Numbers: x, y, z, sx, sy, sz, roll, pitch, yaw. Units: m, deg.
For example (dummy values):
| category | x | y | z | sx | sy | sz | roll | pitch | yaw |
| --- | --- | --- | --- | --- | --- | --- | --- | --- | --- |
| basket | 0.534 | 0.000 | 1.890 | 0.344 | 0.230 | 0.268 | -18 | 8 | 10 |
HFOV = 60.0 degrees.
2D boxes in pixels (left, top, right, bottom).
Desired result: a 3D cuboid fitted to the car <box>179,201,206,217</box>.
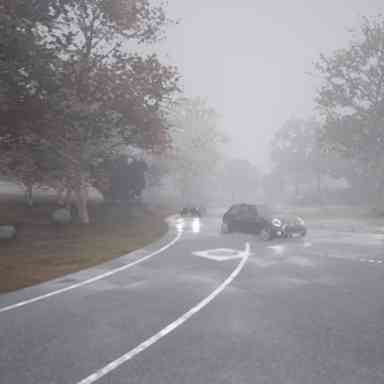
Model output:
| category | x | y | z | sx | sy | sz | roll | pitch | yaw |
| --- | --- | --- | --- | --- | --- | --- | --- | --- | --- |
| car | 0.139 | 1.571 | 31.274 | 1.895 | 1.301 | 4.718 | 0 | 0 | 10 |

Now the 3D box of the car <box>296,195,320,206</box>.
| category | x | y | z | sx | sy | sz | roll | pitch | yaw |
| --- | --- | --- | --- | --- | --- | --- | --- | --- | --- |
| car | 16.354 | 1.226 | 48.968 | 5.008 | 1.535 | 1.882 | -1 | 0 | -11 |

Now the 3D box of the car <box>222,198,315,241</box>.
| category | x | y | z | sx | sy | sz | roll | pitch | yaw |
| --- | --- | --- | --- | --- | --- | --- | --- | --- | --- |
| car | 3.478 | 1.339 | 16.724 | 2.097 | 1.767 | 4.553 | 0 | 0 | -30 |
